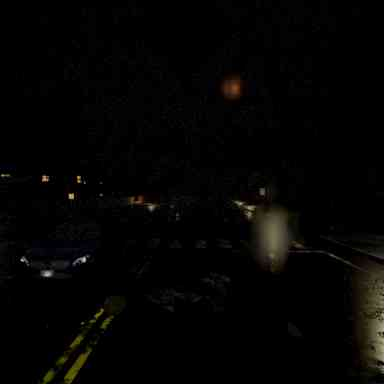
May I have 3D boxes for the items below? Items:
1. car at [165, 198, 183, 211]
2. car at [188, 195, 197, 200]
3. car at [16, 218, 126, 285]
[{"bbox_3d":[-2.204,1.554,41.844,2.128,1.511,4.902,0,0,3],"label":"car"},{"bbox_3d":[0.134,1.362,76.887,2.097,1.767,4.553,0,0,5],"label":"car"},{"bbox_3d":[-3.168,1.535,9.666,1.812,1.442,4.674,0,0,1],"label":"car"}]
